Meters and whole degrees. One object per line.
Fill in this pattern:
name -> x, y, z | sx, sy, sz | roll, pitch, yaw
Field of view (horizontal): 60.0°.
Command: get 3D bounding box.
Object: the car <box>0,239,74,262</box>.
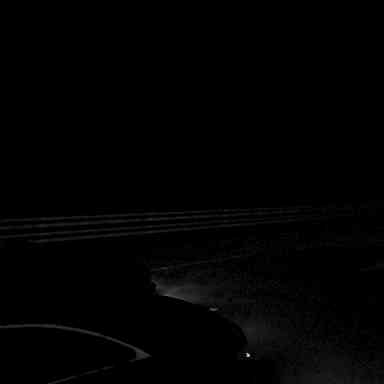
car -> -3.330, 1.545, 5.668 | 5.357, 1.411, 2.033 | 0, 0, -35

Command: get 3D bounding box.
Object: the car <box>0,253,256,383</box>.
car -> -1.610, 1.505, 2.596 | 4.892, 1.490, 1.837 | 0, 0, -35
